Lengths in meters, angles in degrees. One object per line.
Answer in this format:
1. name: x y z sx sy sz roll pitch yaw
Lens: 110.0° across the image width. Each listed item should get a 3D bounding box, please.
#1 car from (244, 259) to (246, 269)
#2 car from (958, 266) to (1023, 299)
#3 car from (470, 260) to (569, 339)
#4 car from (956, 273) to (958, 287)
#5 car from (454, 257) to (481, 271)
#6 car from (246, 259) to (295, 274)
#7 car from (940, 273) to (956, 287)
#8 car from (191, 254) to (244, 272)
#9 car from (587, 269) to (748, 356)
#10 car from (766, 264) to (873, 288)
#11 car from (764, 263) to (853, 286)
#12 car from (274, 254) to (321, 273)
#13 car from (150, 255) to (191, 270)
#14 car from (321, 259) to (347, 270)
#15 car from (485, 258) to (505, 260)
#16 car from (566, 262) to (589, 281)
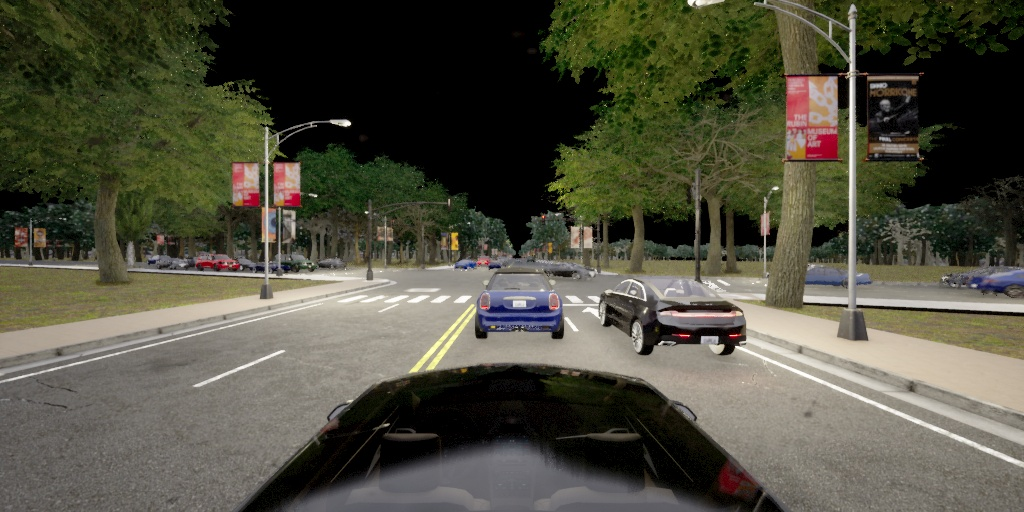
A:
1. car: -34.662 1.077 46.007 4.892 1.490 1.837 0 0 24
2. car: 27.019 1.454 18.396 4.674 1.442 1.812 0 0 24
3. car: 0.200 1.103 10.228 2.097 1.767 4.553 0 0 1
4. car: 30.143 1.416 20.784 5.008 1.535 1.882 0 0 24
5. car: -6.382 1.236 50.104 1.882 1.535 5.008 1 0 13
6. car: -25.999 1.227 38.554 4.718 1.301 1.895 0 0 27
7. car: 31.841 1.432 23.582 4.902 1.511 2.128 0 0 24
8. car: -35.062 0.799 42.616 5.566 2.045 2.150 0 0 24
9. car: 3.436 1.242 8.637 2.128 1.511 4.902 0 0 0
10. car: 21.162 1.430 24.821 5.357 1.411 2.033 0 0 21
11. car: 22.630 1.375 27.691 4.902 1.511 2.128 0 0 26
12. car: -25.503 0.843 41.910 5.566 2.045 2.150 0 0 24
13. car: -44.252 1.023 46.743 4.902 1.511 2.128 0 0 24
14. car: -24.799 1.101 48.877 4.902 1.511 2.128 0 0 24
15. car: -2.292 1.358 48.581 1.895 1.301 4.718 0 0 -2
16. car: 4.882 1.278 30.728 2.128 1.511 4.902 0 0 -41
